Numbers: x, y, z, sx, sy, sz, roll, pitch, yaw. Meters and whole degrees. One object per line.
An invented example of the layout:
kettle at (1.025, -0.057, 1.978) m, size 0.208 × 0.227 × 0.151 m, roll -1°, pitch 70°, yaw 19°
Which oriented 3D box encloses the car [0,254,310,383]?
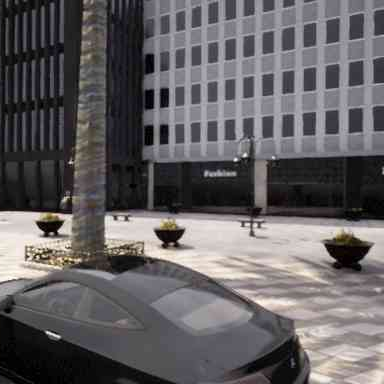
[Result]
car at (-1.050, 1.517, 3.995) m, size 4.674 × 1.442 × 1.812 m, roll 0°, pitch 0°, yaw 34°
